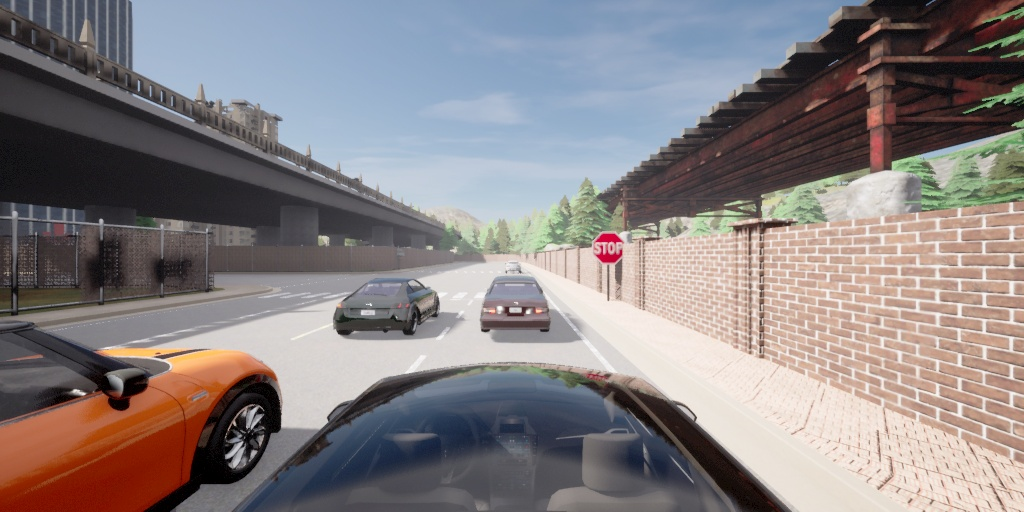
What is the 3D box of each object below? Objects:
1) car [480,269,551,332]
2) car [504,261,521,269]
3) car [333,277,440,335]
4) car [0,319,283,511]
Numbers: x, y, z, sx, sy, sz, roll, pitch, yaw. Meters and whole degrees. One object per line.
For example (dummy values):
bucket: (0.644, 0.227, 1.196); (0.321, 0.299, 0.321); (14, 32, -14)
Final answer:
car: (0.081, 1.297, 10.801); (2.033, 1.411, 5.357); (0, 0, 0)
car: (0.135, 1.276, 43.411); (1.812, 1.442, 4.674); (0, 0, -1)
car: (-3.419, 1.314, 10.513); (1.994, 1.385, 4.181); (0, 0, 0)
car: (-3.401, 1.102, 1.817); (2.097, 1.767, 4.553); (0, 0, 0)
